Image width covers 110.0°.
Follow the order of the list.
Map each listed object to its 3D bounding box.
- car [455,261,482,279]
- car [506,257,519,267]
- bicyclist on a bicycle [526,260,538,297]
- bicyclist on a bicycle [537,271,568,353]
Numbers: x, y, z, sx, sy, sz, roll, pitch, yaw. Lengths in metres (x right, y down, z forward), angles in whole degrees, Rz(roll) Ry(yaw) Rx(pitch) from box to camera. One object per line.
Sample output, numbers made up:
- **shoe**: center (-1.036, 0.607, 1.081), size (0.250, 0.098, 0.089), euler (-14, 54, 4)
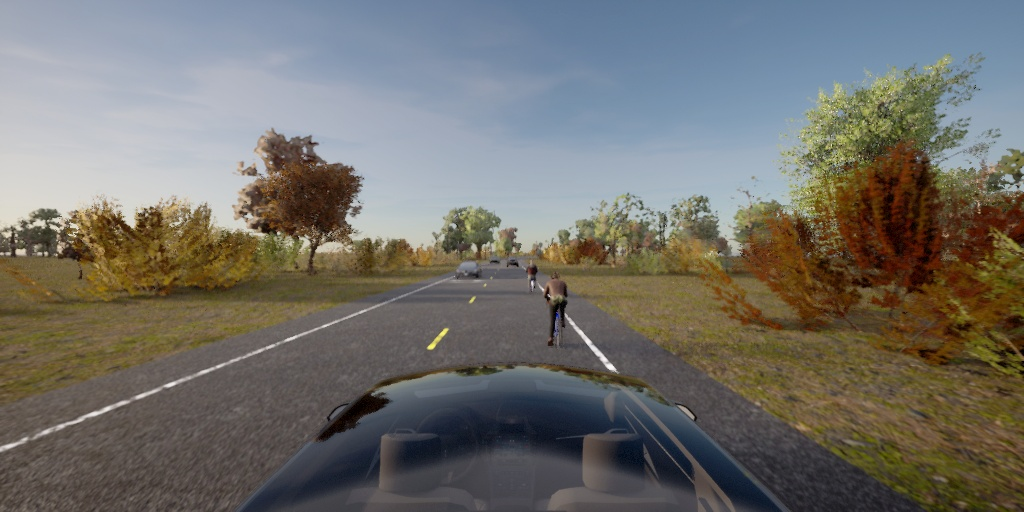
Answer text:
- **car**: center (-3.599, 1.149, 30.387), size (1.812, 1.442, 4.674), euler (0, 0, 0)
- **car**: center (0.098, 0.983, 57.380), size (1.837, 1.490, 4.892), euler (0, 0, 0)
- **bicyclist on a bicycle**: center (0.964, 1.054, 17.482), size (0.659, 1.776, 1.843), euler (0, 0, 0)
- **bicyclist on a bicycle**: center (0.965, 1.179, 7.813), size (0.582, 1.620, 1.656), euler (0, 0, 0)
